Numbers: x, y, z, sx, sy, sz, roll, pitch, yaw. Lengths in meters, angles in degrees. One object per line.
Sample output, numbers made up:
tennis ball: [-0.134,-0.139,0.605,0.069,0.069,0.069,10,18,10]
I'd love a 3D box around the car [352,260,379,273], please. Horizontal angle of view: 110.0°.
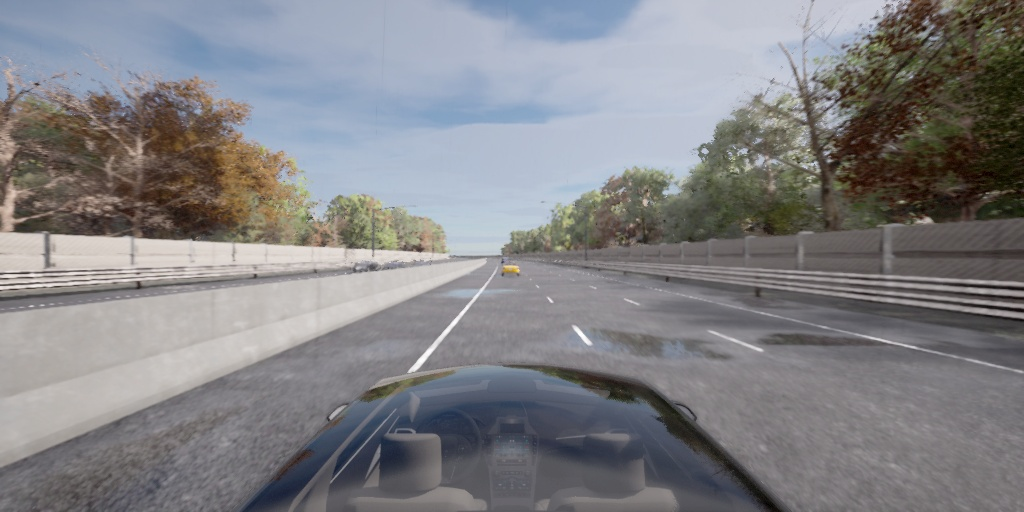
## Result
car: [-17.937,1.279,44.195,2.128,1.511,4.902,0,0,-1]

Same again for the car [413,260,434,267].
car: [-10.942,1.277,44.386,2.128,1.511,4.902,0,0,-1]

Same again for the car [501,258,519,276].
car: [-0.176,1.234,38.026,1.801,1.575,5.366,0,0,-1]

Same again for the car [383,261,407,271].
car: [-14.443,1.350,44.374,1.994,1.385,4.181,0,0,-1]
